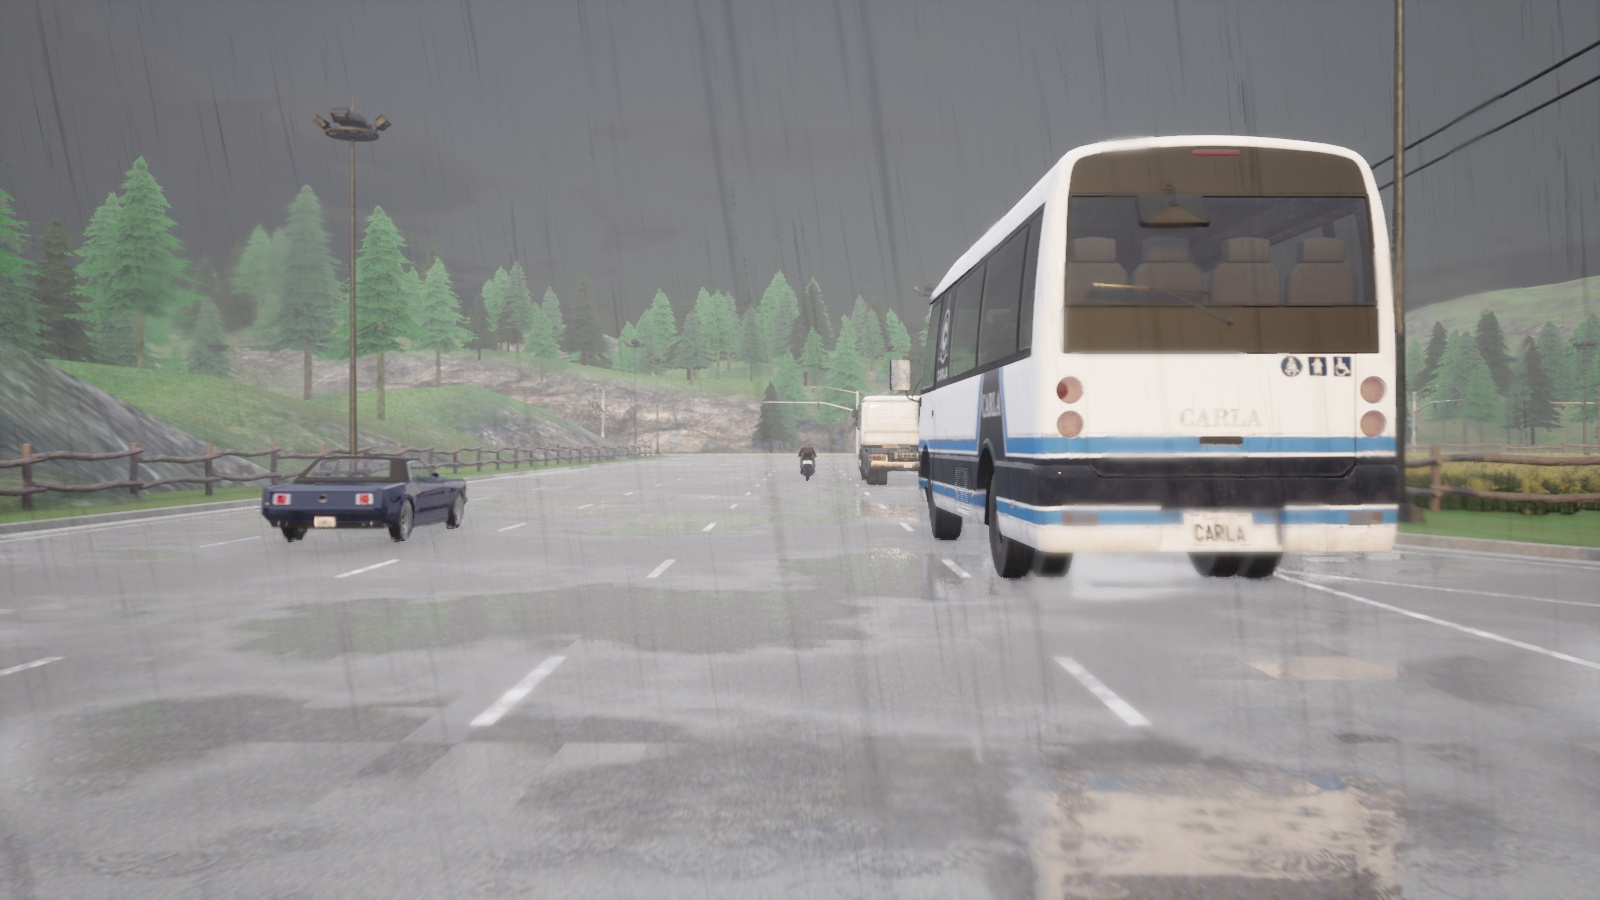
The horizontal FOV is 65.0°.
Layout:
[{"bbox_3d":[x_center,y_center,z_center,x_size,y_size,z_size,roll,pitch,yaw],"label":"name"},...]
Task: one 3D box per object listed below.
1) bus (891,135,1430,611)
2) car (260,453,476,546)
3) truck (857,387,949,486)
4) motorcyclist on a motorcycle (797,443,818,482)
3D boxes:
[{"bbox_3d":[3.605,-0.719,16.390,3.944,4.253,10.273,0,0,-1],"label":"bus"},{"bbox_3d":[-6.868,0.726,20.547,1.895,1.301,4.718,0,0,0],"label":"car"},{"bbox_3d":[3.782,-0.501,47.740,2.891,3.462,7.936,0,0,0],"label":"truck"},{"bbox_3d":[0.303,0.496,50.789,0.866,1.530,2.191,0,0,0],"label":"motorcyclist on a motorcycle"}]
